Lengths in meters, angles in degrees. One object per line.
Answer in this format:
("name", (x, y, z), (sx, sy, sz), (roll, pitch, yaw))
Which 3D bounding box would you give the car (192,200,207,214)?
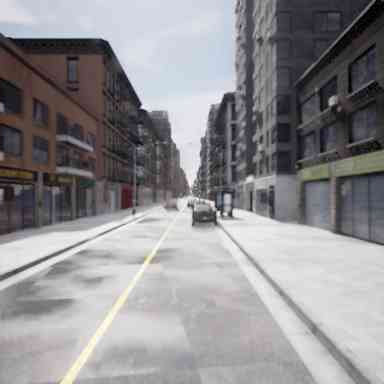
("car", (0.905, 1.807, 41.822), (1.801, 1.575, 5.366), (0, 0, 0))

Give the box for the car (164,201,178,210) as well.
("car", (-3.065, 2.018, 49.342), (1.895, 1.301, 4.718), (0, -1, 0))

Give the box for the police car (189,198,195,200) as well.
("police car", (0.904, 1.724, 35.742), (1.930, 1.638, 5.238), (0, 0, 0))

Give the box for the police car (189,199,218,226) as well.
("police car", (0.903, 1.638, 25.743), (1.930, 1.638, 5.238), (0, 0, 0))

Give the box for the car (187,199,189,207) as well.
("car", (0.007, 2.063, 60.825), (2.033, 1.411, 5.357), (0, 0, 0))

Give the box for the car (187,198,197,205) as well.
("car", (0.009, 2.048, 75.826), (2.128, 1.511, 4.902), (0, 0, 0))
